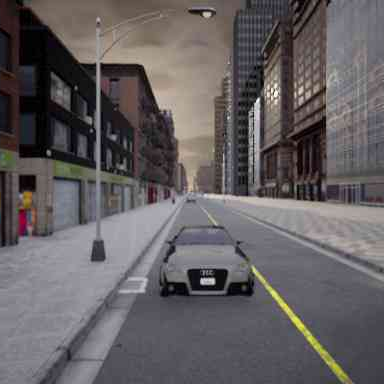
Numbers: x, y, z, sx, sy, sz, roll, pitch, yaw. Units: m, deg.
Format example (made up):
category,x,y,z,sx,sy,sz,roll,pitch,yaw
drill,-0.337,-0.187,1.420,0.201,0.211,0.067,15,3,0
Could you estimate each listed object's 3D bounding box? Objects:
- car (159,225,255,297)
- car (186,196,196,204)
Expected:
category,x,y,z,sx,sy,sz,roll,pitch,yaw
car,0.299,1.559,8.469,1.994,1.385,4.181,0,0,0
car,-0.114,1.458,64.114,1.882,1.535,5.008,0,0,0
